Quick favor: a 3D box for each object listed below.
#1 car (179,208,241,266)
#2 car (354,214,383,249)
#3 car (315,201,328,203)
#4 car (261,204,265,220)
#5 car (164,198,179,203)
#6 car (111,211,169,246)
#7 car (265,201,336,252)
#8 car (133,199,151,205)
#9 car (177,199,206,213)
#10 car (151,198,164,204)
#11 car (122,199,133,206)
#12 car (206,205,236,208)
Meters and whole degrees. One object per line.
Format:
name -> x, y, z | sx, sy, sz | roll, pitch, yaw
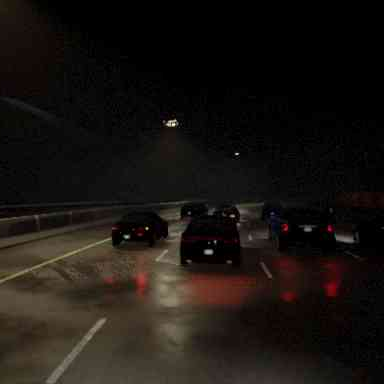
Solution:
car -> 0.737, 1.552, 11.895 | 1.882, 1.535, 5.008 | 0, 0, 6
car -> 7.903, 1.580, 12.868 | 1.837, 1.490, 4.892 | 0, -2, 7
car -> 10.319, 1.523, 27.595 | 2.097, 1.767, 4.553 | 0, 0, 12
car -> 7.253, 1.664, 29.928 | 1.882, 1.535, 5.008 | 0, 0, 13
car -> -2.391, 1.909, 58.254 | 2.033, 1.411, 5.357 | 0, 0, 22
car -> -2.322, 1.623, 15.663 | 1.812, 1.442, 4.674 | 0, 0, 7
car -> 4.584, 1.442, 14.483 | 2.097, 1.767, 4.553 | 0, 0, 7
car -> -8.275, 1.935, 62.360 | 2.033, 1.411, 5.357 | 0, 0, 22
car -> 0.327, 1.671, 31.031 | 1.882, 1.535, 5.008 | 0, 0, 13
car -> -4.943, 1.871, 61.186 | 2.128, 1.511, 4.902 | 0, 0, 22
car -> -11.450, 1.997, 63.827 | 1.895, 1.301, 4.718 | 0, 0, 22
car -> 2.661, 1.705, 25.349 | 2.033, 1.411, 5.357 | 0, 0, 11
